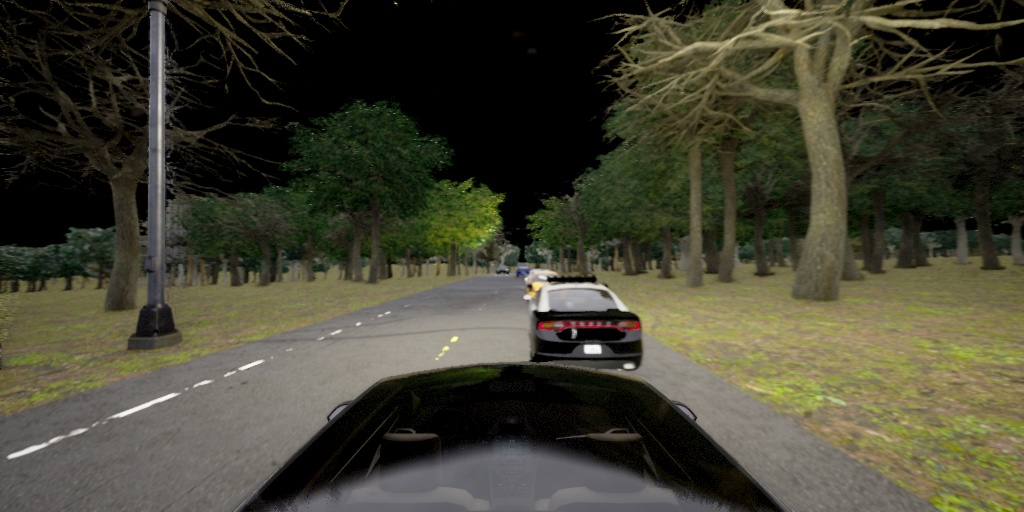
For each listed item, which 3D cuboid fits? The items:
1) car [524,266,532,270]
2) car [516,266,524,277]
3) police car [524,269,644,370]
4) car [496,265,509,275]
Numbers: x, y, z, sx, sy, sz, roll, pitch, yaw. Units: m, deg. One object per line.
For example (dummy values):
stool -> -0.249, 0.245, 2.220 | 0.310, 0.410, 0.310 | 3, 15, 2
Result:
car -> 1.634, 1.426, 18.106 | 1.801, 1.575, 5.366 | 0, -1, 2
car -> 1.562, 2.009, 47.373 | 1.882, 1.535, 5.008 | 0, -1, 2
police car -> 1.308, 1.246, 8.030 | 1.930, 1.638, 5.238 | 0, -1, 2
car -> -1.539, 2.321, 60.600 | 2.097, 1.767, 4.553 | 0, -2, 2
